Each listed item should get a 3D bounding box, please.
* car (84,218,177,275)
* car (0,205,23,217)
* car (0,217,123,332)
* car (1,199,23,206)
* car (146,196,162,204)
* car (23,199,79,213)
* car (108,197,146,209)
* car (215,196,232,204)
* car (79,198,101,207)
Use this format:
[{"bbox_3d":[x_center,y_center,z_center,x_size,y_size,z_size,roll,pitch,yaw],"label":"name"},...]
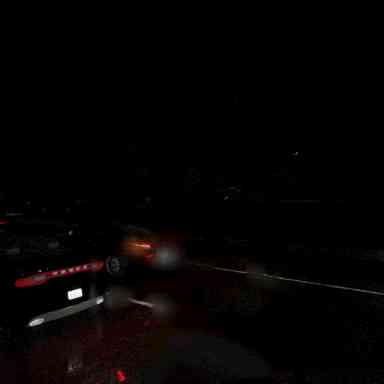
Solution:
[{"bbox_3d":[-2.592,1.525,10.116,4.674,1.442,1.812,0,0,35],"label":"car"},{"bbox_3d":[-10.071,1.503,15.441,4.892,1.490,1.837,0,0,35],"label":"car"},{"bbox_3d":[-3.882,1.477,6.747,5.008,1.535,1.882,0,0,35],"label":"car"},{"bbox_3d":[-23.657,1.543,42.513,2.033,1.411,5.357,0,0,36],"label":"car"},{"bbox_3d":[-7.680,1.521,64.348,1.812,1.442,4.674,0,0,36],"label":"car"},{"bbox_3d":[-15.261,1.502,36.199,1.837,1.490,4.892,0,0,36],"label":"car"},{"bbox_3d":[-9.039,1.475,44.735,1.882,1.535,5.008,0,0,36],"label":"car"},{"bbox_3d":[6.196,1.562,65.476,1.994,1.385,4.181,0,0,37],"label":"car"},{"bbox_3d":[-16.679,1.596,52.075,1.895,1.301,4.718,0,0,36],"label":"car"}]
